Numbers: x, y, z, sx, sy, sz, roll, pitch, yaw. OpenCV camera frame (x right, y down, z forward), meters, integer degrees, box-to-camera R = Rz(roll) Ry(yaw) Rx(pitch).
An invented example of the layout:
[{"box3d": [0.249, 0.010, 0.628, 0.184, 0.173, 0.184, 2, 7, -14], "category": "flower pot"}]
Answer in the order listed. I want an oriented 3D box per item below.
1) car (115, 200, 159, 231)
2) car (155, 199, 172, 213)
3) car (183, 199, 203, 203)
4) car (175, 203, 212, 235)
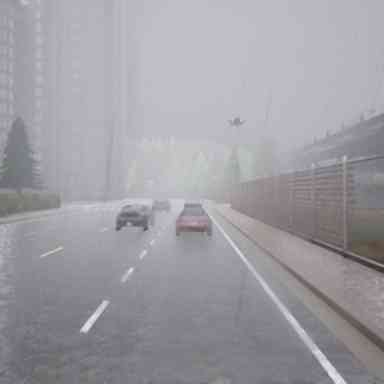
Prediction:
[{"box3d": [-3.453, 1.506, 20.810, 1.837, 1.490, 4.892, 0, 1, 1], "category": "car"}, {"box3d": [-3.424, 1.489, 37.691, 2.128, 1.511, 4.902, 0, 0, 0], "category": "car"}, {"box3d": [0.091, 1.475, 34.298, 1.882, 1.535, 5.008, 0, 0, 0], "category": "car"}, {"box3d": [0.098, 1.562, 18.796, 1.994, 1.385, 4.181, 0, 0, 0], "category": "car"}]
